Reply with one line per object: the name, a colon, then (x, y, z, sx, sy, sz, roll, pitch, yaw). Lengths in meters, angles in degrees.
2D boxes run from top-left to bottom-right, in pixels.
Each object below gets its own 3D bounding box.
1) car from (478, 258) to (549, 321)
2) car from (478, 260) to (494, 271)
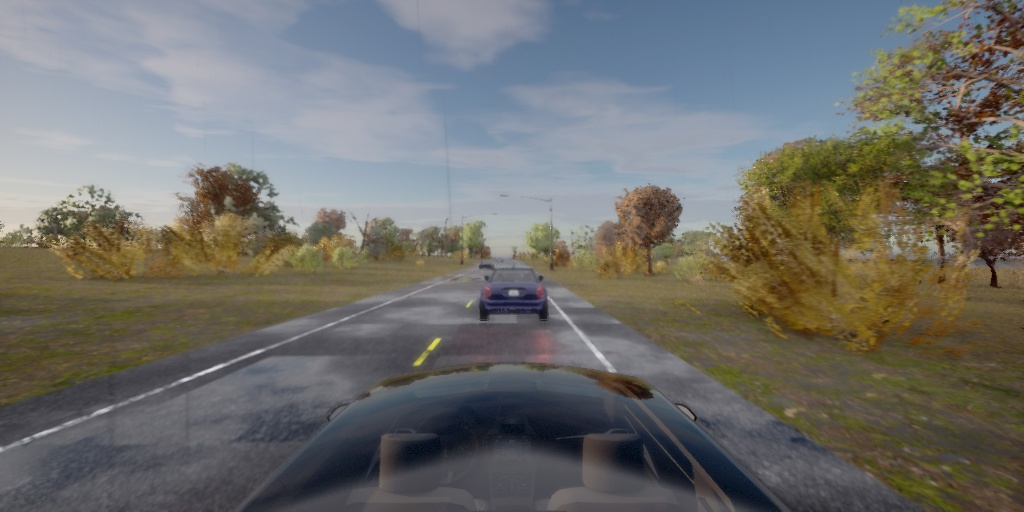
car: (0.064, 1.087, 12.603, 2.097, 1.767, 4.553, 0, 0, 0)
car: (-3.583, 1.298, 49.975, 1.895, 1.301, 4.718, 0, 0, 0)
